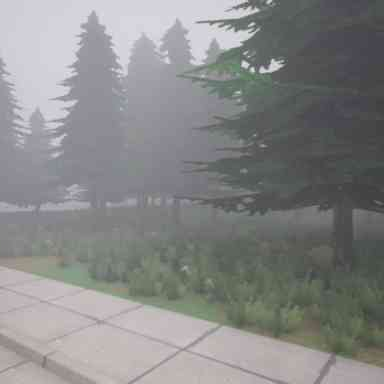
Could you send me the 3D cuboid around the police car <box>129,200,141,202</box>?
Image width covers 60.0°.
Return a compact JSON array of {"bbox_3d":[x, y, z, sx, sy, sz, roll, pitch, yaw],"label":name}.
[{"bbox_3d":[-10.500,1.513,53.346,2.038,1.542,4.974,0,0,36],"label":"police car"}]
